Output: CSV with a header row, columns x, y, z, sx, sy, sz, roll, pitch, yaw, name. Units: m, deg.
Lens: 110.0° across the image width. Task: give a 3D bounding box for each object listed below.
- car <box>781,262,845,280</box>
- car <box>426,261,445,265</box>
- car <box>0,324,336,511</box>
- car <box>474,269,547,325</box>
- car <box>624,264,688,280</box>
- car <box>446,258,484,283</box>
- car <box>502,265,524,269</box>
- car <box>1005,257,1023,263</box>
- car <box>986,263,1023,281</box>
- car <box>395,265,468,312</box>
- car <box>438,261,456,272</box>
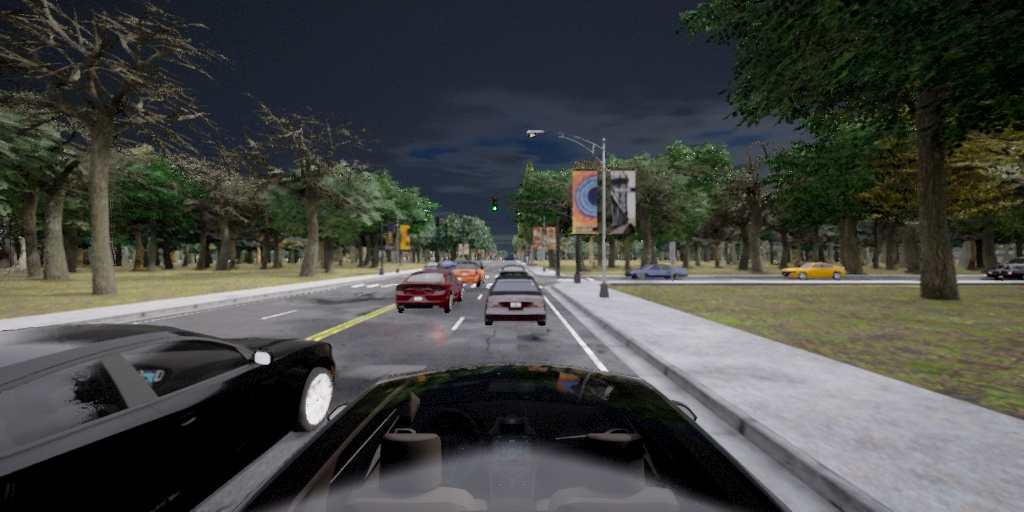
x,y,z,sx,sy,sz,roll,pitch,yaw,name
27.362,1.337,32.693,5.008,1.535,1.882,-1,0,0,car
-9.828,1.484,44.652,1.812,1.442,4.674,0,0,0,car
-3.153,1.231,2.539,1.882,1.535,5.008,0,0,0,car
0.097,1.344,11.967,2.033,1.411,5.357,0,0,0,car
13.097,1.422,32.711,5.357,1.411,2.033,0,0,0,car
-3.141,1.215,25.905,2.097,1.767,4.553,0,0,0,car
0.091,1.335,24.736,1.882,1.535,5.008,0,0,0,car
47.266,1.068,32.571,5.566,2.045,2.150,0,0,0,car
42.840,1.441,29.772,4.718,1.301,1.895,0,0,1,car
-3.151,1.285,14.501,1.882,1.535,5.008,0,0,0,car
-9.819,1.489,54.660,1.882,1.535,5.008,0,0,0,car
